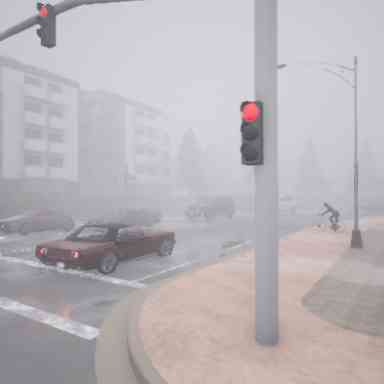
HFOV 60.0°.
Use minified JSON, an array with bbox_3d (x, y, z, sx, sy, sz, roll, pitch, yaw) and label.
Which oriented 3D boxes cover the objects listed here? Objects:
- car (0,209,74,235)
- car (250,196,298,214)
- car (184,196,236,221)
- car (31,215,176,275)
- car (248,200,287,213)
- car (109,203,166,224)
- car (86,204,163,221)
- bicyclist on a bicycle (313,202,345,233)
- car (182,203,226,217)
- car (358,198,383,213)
[{"bbox_3d":[-9.098,1.692,19.646,1.994,1.385,4.181,0,0,33],"label":"car"},{"bbox_3d":[9.386,1.420,36.714,5.566,2.045,2.150,0,0,-36],"label":"car"},{"bbox_3d":[1.721,1.389,29.319,2.150,2.045,5.566,0,0,39],"label":"car"},{"bbox_3d":[-2.424,1.668,10.818,1.895,1.301,4.718,0,0,29],"label":"car"},{"bbox_3d":[9.276,1.728,40.921,4.892,1.490,1.837,0,0,-34],"label":"car"},{"bbox_3d":[-4.293,1.689,26.969,1.812,1.442,4.674,0,0,35],"label":"car"},{"bbox_3d":[-4.160,1.676,21.006,2.033,1.411,5.357,0,0,32],"label":"car"},{"bbox_3d":[7.404,1.394,17.994,1.656,1.620,0.582,-1,-1,32],"label":"bicyclist on a bicycle"},{"bbox_3d":[1.335,1.797,34.154,1.895,1.301,4.718,0,0,44],"label":"car"},{"bbox_3d":[21.573,1.548,39.503,4.553,1.767,2.097,0,0,-23],"label":"car"}]
